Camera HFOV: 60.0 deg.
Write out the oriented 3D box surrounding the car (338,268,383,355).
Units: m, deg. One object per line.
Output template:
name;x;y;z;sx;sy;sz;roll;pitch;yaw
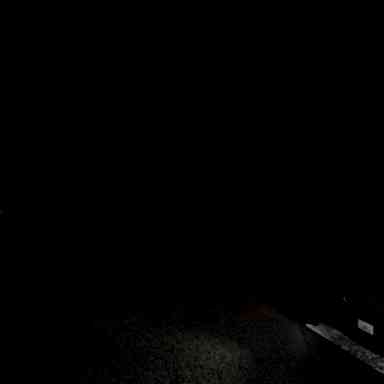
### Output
car;4.654;1.478;5.000;5.008;1.535;1.882;0;0;-16
